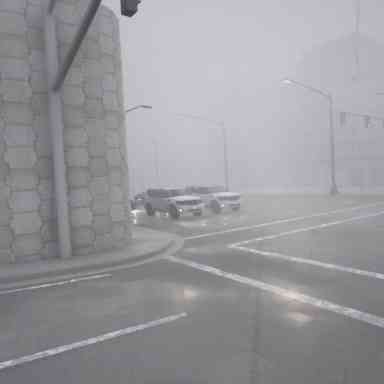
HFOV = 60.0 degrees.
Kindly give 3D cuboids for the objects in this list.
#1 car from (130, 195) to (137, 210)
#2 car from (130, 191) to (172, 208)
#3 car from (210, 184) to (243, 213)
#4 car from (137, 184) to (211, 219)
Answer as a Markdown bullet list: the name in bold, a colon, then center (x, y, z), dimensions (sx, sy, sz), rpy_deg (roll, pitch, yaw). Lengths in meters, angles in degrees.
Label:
- **car**: center (-6.867, 1.001, 31.330), dimensions (1.994, 1.385, 4.181), rpy_deg (-5, 3, -35)
- **car**: center (-4.217, 0.692, 33.629), dimensions (2.128, 1.511, 4.902), rpy_deg (-5, 3, -35)
- **car**: center (1.400, 0.425, 25.654), dimensions (2.150, 2.045, 5.566), rpy_deg (-5, 3, -35)
- **car**: center (-1.446, 0.661, 23.630), dimensions (2.150, 2.045, 5.566), rpy_deg (-5, 3, -35)
